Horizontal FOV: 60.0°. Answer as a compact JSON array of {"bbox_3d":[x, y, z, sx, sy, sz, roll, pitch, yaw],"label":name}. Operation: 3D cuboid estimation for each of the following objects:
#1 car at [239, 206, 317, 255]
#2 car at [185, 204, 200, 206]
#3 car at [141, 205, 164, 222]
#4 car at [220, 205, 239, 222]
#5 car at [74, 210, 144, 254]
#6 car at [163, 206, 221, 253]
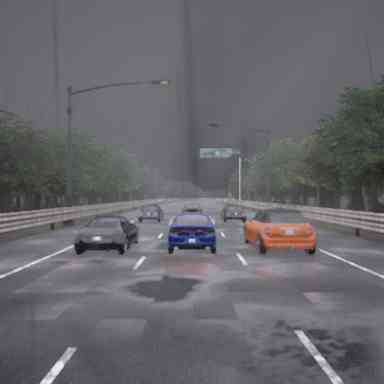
[{"bbox_3d":[3.508,1.487,14.074,2.097,1.767,4.553,0,-1,0],"label":"car"},{"bbox_3d":[0.011,1.800,29.292,1.837,1.490,4.892,0,0,0],"label":"car"},{"bbox_3d":[-3.491,1.837,28.989,2.033,1.411,5.357,0,-1,0],"label":"car"},{"bbox_3d":[3.509,1.837,28.988,2.033,1.411,5.357,0,-1,0],"label":"car"},{"bbox_3d":[-3.491,1.703,14.259,1.994,1.385,4.181,0,-1,0],"label":"car"},{"bbox_3d":[0.010,1.619,14.497,1.882,1.535,5.008,0,0,0],"label":"car"}]
